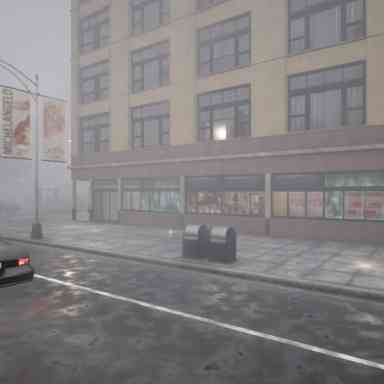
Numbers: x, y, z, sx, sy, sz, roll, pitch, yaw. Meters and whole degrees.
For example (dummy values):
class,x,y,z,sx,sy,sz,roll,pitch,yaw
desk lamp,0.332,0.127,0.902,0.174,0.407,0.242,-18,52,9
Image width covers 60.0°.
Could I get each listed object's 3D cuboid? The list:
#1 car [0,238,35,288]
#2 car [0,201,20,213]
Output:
class,x,y,z,sx,sy,sz,roll,pitch,yaw
car,-6.014,1.547,8.156,5.357,1.411,2.033,0,0,35
car,-20.065,1.564,34.320,1.994,1.385,4.181,0,0,35
